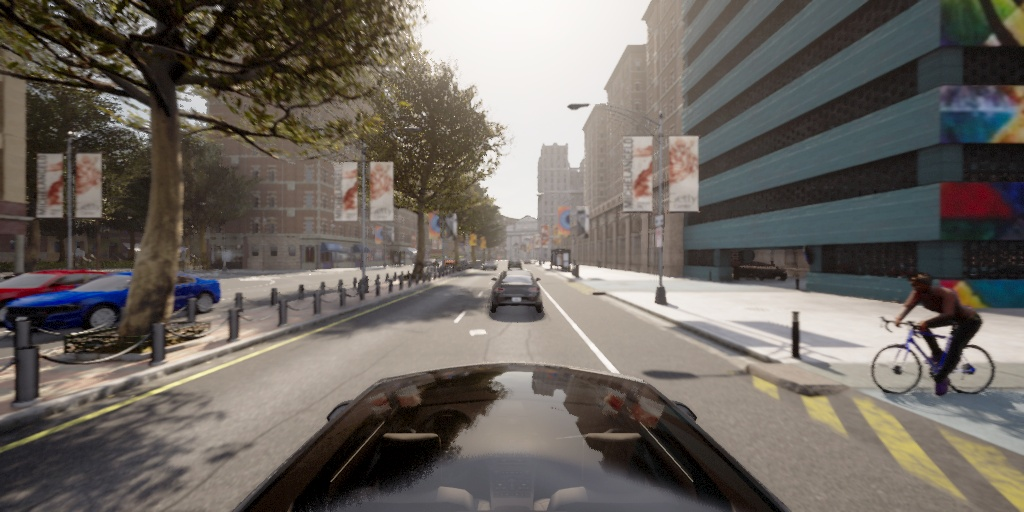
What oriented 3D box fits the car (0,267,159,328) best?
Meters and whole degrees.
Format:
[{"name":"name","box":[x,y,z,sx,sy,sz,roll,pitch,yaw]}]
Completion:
[{"name":"car","box":[-15.010,1.215,11.763,1.882,1.535,5.008,0,0,1]}]

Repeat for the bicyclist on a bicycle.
[{"name":"bicyclist on a bicycle","box":[5.609,1.057,4.785,1.656,1.620,0.582,0,0,0]}]

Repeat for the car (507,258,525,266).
[{"name":"car","box":[0.400,1.117,53.287,2.097,1.767,4.553,0,0,0]}]

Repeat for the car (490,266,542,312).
[{"name":"car","box":[0.166,1.279,14.187,1.812,1.442,4.674,0,0,0]}]

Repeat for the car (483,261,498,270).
[{"name":"car","box":[-3.105,1.362,52.292,1.895,1.301,4.718,0,0,0]}]

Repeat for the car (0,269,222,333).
[{"name":"car","box":[-11.519,1.218,10.947,1.882,1.535,5.008,0,0,1]}]
